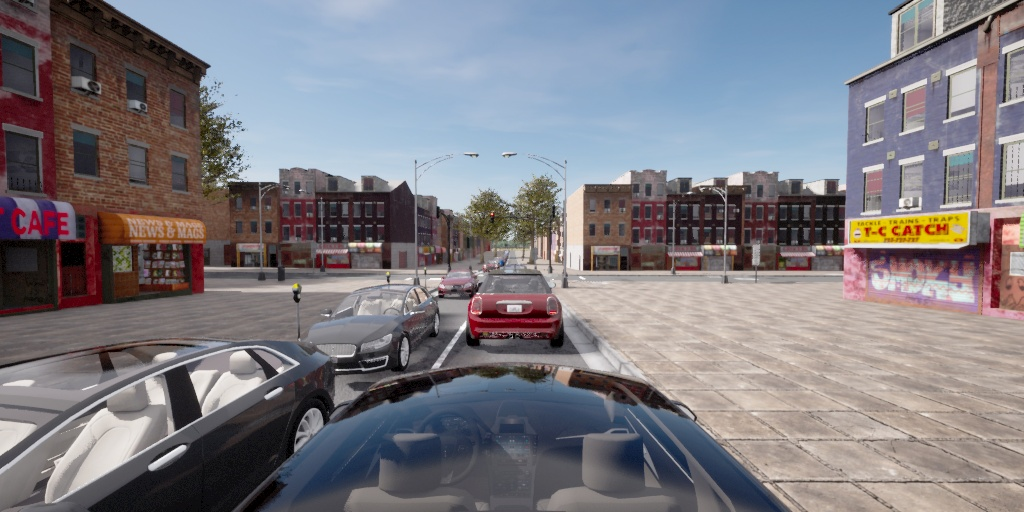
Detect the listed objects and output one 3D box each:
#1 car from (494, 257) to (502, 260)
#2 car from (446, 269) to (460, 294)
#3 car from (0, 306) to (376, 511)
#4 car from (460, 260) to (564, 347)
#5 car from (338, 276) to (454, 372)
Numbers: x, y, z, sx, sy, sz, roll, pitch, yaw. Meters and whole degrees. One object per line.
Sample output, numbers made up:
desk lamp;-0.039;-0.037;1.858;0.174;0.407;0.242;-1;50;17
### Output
car;-2.568;1.233;45.127;1.967;1.591;4.097;0;0;0
car;-2.613;1.332;18.351;1.802;1.307;4.207;0;0;0
car;-2.640;1.300;2.009;2.007;1.370;4.403;0;0;0
car;0.110;1.099;9.501;2.097;1.767;4.553;0;0;2
car;-2.631;1.298;7.457;2.007;1.370;4.403;0;0;0
